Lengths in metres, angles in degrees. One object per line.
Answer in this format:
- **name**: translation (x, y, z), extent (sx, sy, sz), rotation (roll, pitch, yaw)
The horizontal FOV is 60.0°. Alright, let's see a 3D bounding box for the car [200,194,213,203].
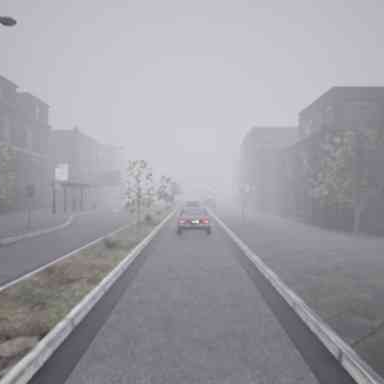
- **car**: translation (3.011, 1.569, 58.309), extent (2.231, 1.521, 4.892), rotation (0, 0, 0)

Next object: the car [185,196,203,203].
- **car**: translation (0.110, 1.574, 42.717), extent (1.837, 1.490, 4.892), rotation (0, 0, 0)

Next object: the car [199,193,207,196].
- **car**: translation (3.014, 1.600, 69.514), extent (2.163, 1.488, 4.792), rotation (0, 0, 0)

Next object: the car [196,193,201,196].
- **car**: translation (3.019, 1.316, 85.954), extent (2.435, 2.045, 5.566), rotation (0, 0, 0)

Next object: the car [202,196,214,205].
- **car**: translation (3.013, 1.571, 63.956), extent (2.231, 1.521, 4.892), rotation (0, 0, 0)

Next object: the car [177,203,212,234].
- **car**: translation (0.099, 1.567, 19.379), extent (2.033, 1.411, 5.357), rotation (0, 0, 0)
